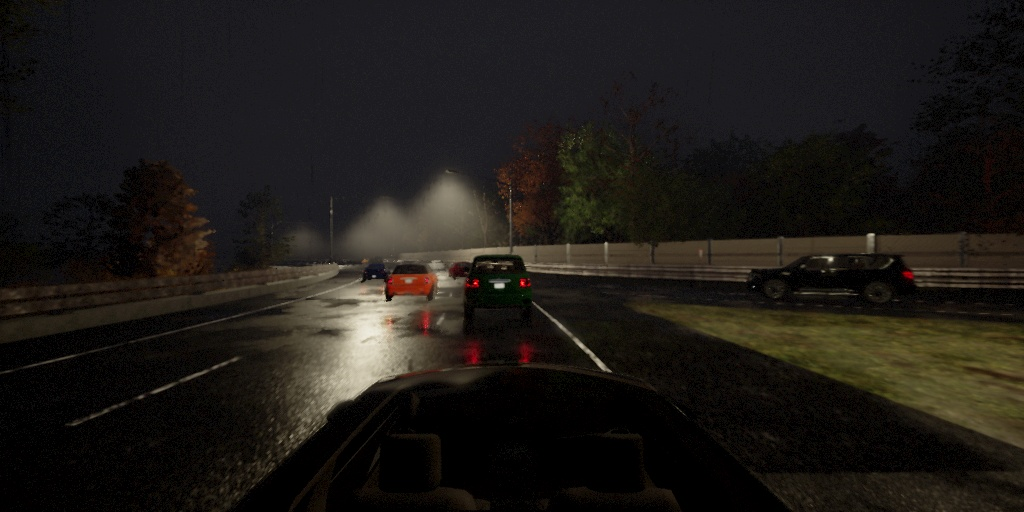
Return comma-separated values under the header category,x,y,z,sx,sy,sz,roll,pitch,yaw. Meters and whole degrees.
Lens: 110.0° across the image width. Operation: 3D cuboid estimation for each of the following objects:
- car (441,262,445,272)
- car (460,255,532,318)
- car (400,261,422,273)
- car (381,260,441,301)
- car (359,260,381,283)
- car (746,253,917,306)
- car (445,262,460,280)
category,x,y,z,sx,sy,sz,roll,pitch,yaw
car,-10.118,1.332,47.490,1.812,1.442,4.674,0,0,-25
car,-0.621,0.977,13.204,2.150,2.045,5.566,0,0,-5
car,-12.814,1.363,45.199,2.033,1.411,5.357,0,0,-24
car,-4.844,1.127,17.819,2.097,1.767,4.553,0,0,-9
car,-10.743,1.327,28.646,1.812,1.442,4.674,0,0,-14
car,13.518,0.923,15.663,5.566,2.045,2.150,-1,0,30
car,-4.543,1.257,32.080,1.882,1.535,5.008,0,0,-16
